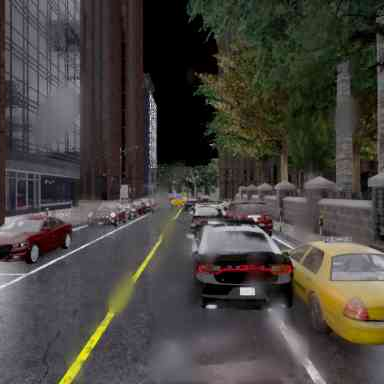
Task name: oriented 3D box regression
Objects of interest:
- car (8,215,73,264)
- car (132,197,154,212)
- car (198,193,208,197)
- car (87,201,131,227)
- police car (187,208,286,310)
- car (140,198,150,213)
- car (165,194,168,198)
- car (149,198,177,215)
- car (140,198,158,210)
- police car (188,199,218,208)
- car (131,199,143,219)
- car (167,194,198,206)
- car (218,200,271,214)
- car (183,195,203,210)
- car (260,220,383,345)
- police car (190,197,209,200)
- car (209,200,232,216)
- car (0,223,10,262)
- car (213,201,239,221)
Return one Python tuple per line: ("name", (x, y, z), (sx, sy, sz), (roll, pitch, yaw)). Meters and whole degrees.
("car", (-5.740, 1.547, 11.853), (1.887, 1.381, 4.507), (0, 0, 0))
("car", (-5.689, 1.454, 39.138), (1.967, 1.590, 4.097), (0, 0, 0))
("car", (2.907, 1.480, 76.549), (1.967, 1.590, 4.097), (0, 0, 0))
("car", (-5.719, 1.446, 22.767), (1.967, 1.590, 4.097), (0, 0, 0))
("police car", (0.916, 1.427, 8.045), (1.930, 1.638, 5.238), (0, 0, 0))
("car", (-5.699, 1.556, 33.681), (1.887, 1.381, 4.507), (0, 0, 0))
("car", (-5.608, 1.360, 82.003), (2.192, 1.841, 5.009), (0, 0, 0))
("car", (-2.935, 1.575, 34.021), (1.994, 1.385, 4.181), (0, 0, 0))
("car", (-5.679, 1.542, 44.425), (1.752, 1.417, 4.829), (0, 0, 0))
("police car", (0.916, 1.430, 18.045), (1.930, 1.638, 5.238), (0, 0, 0))
("car", (-5.709, 1.559, 28.224), (2.008, 1.369, 4.403), (0, 0, 0))
("car", (-1.480, 1.498, 53.890), (1.882, 1.535, 5.008), (1, 0, -38))
("car", (2.796, 1.319, 17.297), (2.192, 1.841, 5.009), (0, 0, 0))
("car", (0.081, 1.521, 42.789), (1.837, 1.490, 4.892), (0, 0, 0))
("car", (2.775, 1.526, 6.554), (1.752, 1.417, 4.829), (0, 0, 0))
("police car", (0.946, 1.432, 24.045), (1.930, 1.638, 5.238), (0, 0, 0))
("car", (2.826, 1.577, 33.667), (1.947, 1.339, 4.313), (0, 0, 0))
("car", (-5.750, 1.545, 6.395), (1.887, 1.381, 4.507), (0, 0, 0))
("car", (2.816, 1.534, 28.380), (1.752, 1.417, 4.829), (0, 0, 0))
